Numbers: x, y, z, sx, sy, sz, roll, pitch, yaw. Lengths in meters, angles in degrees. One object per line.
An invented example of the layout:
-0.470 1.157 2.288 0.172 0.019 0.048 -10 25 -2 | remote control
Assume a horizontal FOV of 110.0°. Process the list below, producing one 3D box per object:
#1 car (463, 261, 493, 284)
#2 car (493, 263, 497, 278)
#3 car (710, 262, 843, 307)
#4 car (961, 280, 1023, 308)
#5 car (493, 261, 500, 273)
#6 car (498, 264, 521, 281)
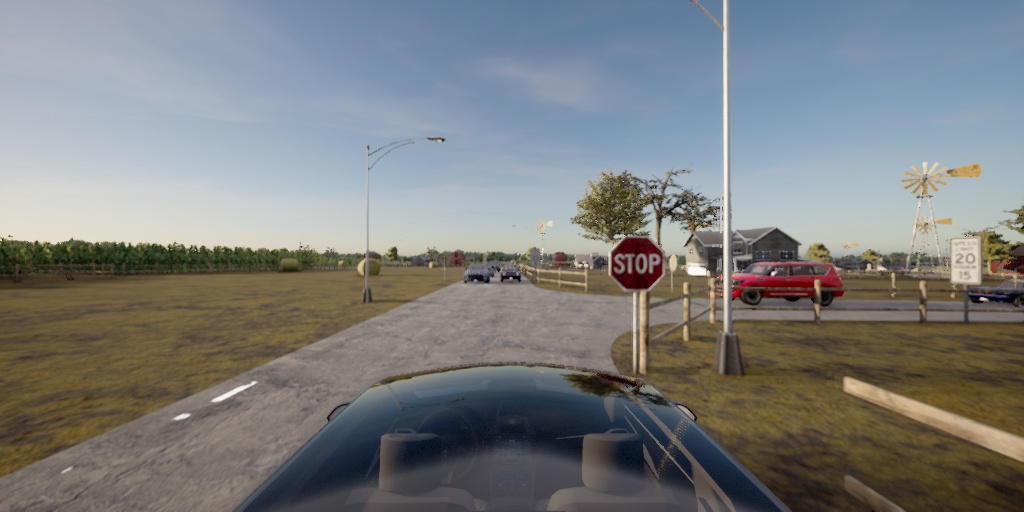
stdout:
-3.015 1.453 31.418 2.097 1.767 4.553 0 -1 -1 | car
-3.114 1.853 42.650 1.994 1.385 4.181 0 -1 0 | car
12.884 1.299 17.605 5.566 2.045 2.150 1 0 0 | car
25.431 1.842 17.673 4.718 1.301 1.895 1 0 0 | car
-3.193 1.847 60.856 2.150 2.045 5.566 0 -1 0 | car
-0.116 1.760 35.100 1.895 1.301 4.718 0 -1 0 | car
